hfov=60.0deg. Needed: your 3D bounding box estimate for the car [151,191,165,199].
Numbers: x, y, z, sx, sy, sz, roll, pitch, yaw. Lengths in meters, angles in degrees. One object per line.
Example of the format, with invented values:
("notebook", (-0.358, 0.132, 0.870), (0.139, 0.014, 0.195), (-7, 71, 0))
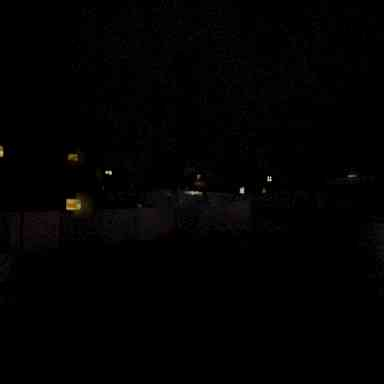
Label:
("car", (-6.437, 0.639, 61.664), (1.812, 1.442, 4.674), (1, 1, -21))
